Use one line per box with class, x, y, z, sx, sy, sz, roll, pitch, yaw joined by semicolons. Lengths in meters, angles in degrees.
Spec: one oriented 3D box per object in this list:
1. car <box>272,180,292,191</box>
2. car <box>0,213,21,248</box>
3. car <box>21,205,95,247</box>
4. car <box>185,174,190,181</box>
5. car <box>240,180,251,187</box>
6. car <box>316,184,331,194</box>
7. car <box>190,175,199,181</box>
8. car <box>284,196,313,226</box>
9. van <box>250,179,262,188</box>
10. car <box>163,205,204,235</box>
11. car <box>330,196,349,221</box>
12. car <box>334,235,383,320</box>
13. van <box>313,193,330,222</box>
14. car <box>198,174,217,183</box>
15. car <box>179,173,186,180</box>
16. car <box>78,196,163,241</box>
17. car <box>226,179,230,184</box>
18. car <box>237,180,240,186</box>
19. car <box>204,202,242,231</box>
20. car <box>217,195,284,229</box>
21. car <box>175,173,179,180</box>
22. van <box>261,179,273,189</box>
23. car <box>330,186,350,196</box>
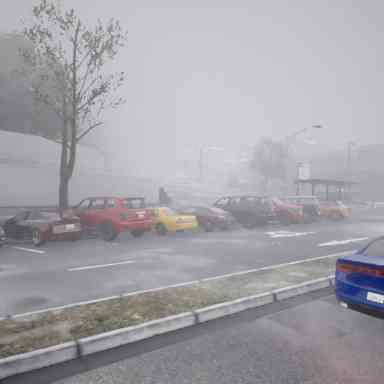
car;18.293;-0.992;65.636;2.231;1.521;4.892;7;3;35
car;-9.432;1.493;13.486;4.892;1.521;2.231;-1;-1;35
car;-7.010;1.524;15.230;4.792;1.488;2.163;-1;-1;35
car;0.932;-3.850;90.238;2.185;1.767;4.553;6;3;34
car;13.238;-1.812;73.207;1.946;1.575;5.366;7;3;35
car;23.496;-0.426;58.245;2.435;2.045;5.566;7;3;35
car;2.724;-3.699;87.770;2.435;2.045;5.566;7;3;34
car;5.311;1.267;23.879;5.566;2.045;2.435;-1;-1;35
van;14.809;-1.764;70.474;1.878;1.987;4.442;7;4;35
car;-2.242;1.502;18.797;5.366;1.575;1.946;-1;-1;35
car;10.262;1.403;27.294;4.553;1.767;2.185;-1;-1;35
car;4.864;1.487;6.585;5.008;1.535;1.882;0;0;-35
van;7.851;1.296;25.546;4.442;1.987;1.878;-1;-1;35
car;4.572;-3.176;85.509;1.946;1.575;5.366;7;3;34
car;-0.795;-4.085;92.710;2.185;1.767;4.553;4;1;34
car;-4.563;1.247;16.972;5.566;2.045;2.435;-1;-1;35
car;9.670;-2.317;77.993;2.002;1.452;4.674;7;3;35
car;11.409;-2.044;75.529;2.002;1.452;4.674;7;4;35
car;0.366;1.548;20.422;4.674;1.452;2.002;-1;-1;35
car;2.796;1.262;22.177;5.566;2.045;2.435;-1;-1;35
car;-2.564;-4.362;95.060;2.435;2.045;5.566;1;-1;34
van;16.536;-1.491;68.001;1.878;1.987;4.442;7;4;35
car;25.184;0.136;55.771;2.002;1.452;4.674;7;3;35
